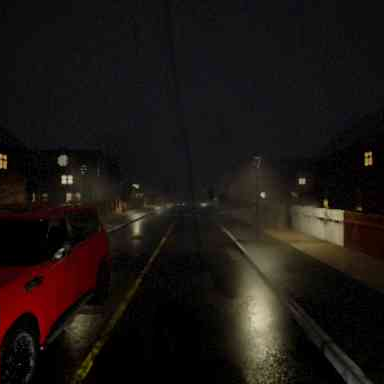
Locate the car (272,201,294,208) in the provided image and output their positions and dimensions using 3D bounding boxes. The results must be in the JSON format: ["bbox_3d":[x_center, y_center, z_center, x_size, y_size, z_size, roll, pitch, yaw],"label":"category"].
[{"bbox_3d":[11.385,1.618,40.203,4.902,1.511,2.128,-1,-1,0],"label":"car"}]

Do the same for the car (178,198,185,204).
[{"bbox_3d":[-2.753,2.330,86.407,2.033,1.411,5.357,0,-1,0],"label":"car"}]

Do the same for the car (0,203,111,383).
[{"bbox_3d":[-2.851,1.246,5.242,2.150,2.045,5.566,0,0,0],"label":"car"}]
